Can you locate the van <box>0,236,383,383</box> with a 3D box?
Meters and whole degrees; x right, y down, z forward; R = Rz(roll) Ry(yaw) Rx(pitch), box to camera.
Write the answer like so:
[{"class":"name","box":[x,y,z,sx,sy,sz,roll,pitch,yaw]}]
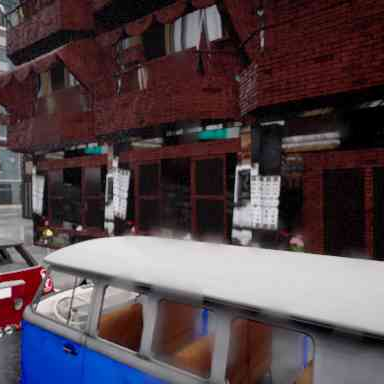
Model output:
[{"class":"van","box":[0.286,1.342,2.530,3.998,1.788,1.690,0,-1,35]}]
